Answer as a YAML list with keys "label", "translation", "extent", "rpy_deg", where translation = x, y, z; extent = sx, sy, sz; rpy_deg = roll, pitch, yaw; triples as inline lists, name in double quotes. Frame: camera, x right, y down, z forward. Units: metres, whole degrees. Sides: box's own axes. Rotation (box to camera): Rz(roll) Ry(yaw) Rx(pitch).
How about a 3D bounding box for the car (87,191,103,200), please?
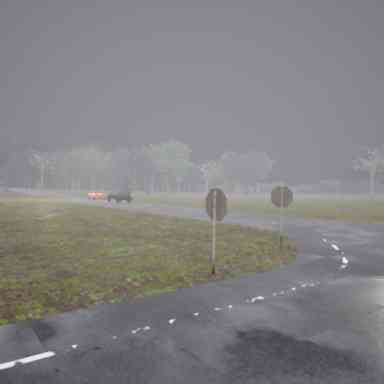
- label: "car"
  translation: [-17.218, 0.519, 59.674]
  extent: [2.097, 1.767, 4.553]
  rpy_deg: [2, 0, -35]

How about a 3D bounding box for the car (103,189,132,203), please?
- label: "car"
  translation: [-11.228, 0.588, 51.222]
  extent: [2.150, 2.045, 5.566]
  rpy_deg: [2, 0, -35]
